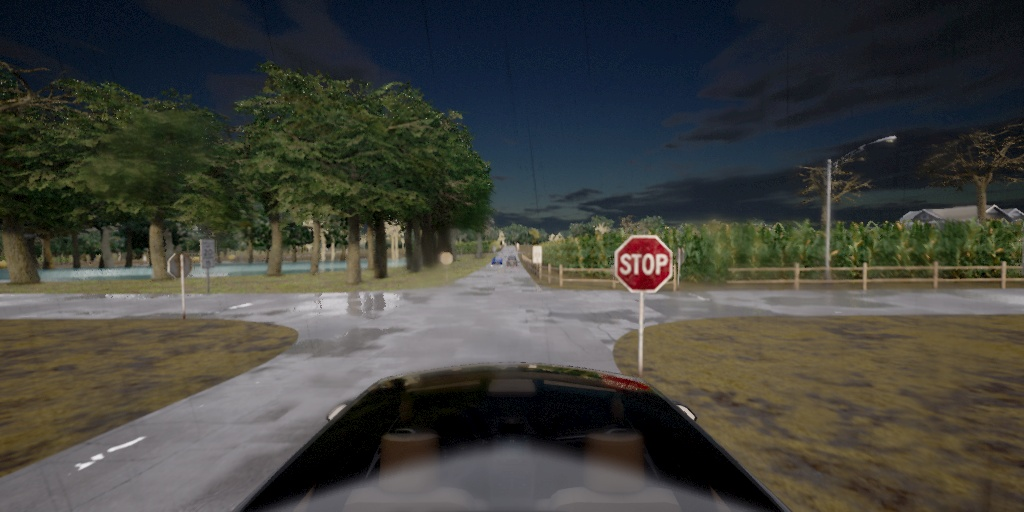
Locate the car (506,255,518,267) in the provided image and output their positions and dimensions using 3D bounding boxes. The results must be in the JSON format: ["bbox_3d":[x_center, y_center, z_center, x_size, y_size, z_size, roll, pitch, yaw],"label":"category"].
[{"bbox_3d":[0.005,0.995,61.559,2.128,1.511,4.902,0,1,0],"label":"car"}]
